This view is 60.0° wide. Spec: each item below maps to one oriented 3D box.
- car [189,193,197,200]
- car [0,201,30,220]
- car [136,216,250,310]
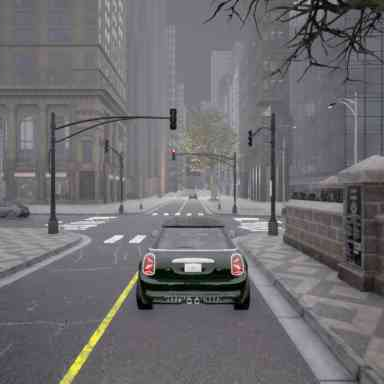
[{"bbox_3d":[0.243,0.937,81.241,2.097,1.767,4.553,0,1,0],"label":"car"},{"bbox_3d":[-15.103,1.433,26.221,4.181,1.385,1.994,1,0,1],"label":"car"},{"bbox_3d":[0.035,1.352,7.982,2.097,1.767,4.553,0,0,0],"label":"car"}]
